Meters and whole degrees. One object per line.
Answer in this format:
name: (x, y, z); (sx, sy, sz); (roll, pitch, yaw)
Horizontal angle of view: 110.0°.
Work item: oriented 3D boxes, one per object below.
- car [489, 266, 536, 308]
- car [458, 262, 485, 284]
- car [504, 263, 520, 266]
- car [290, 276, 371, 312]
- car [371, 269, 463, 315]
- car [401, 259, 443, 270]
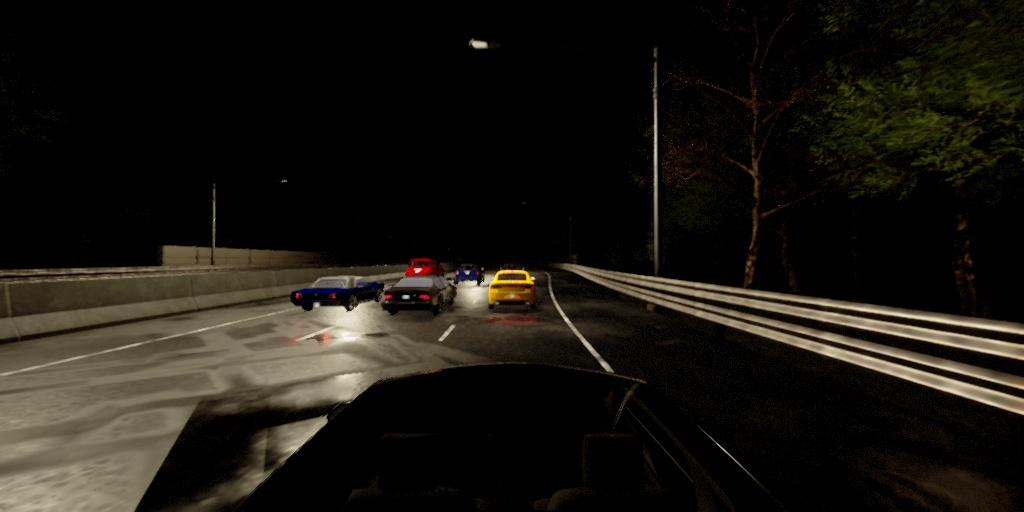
car: (0.026, 1.378, 16.069); (1.882, 1.535, 5.008); (0, 0, 1)
car: (-3.485, 1.406, 30.253); (2.097, 1.767, 4.553); (0, -1, 1)
car: (0.015, 1.406, 30.255); (2.097, 1.767, 4.553); (0, -1, 1)
car: (-6.985, 1.491, 15.084); (1.895, 1.301, 4.718); (0, -1, 0)
car: (-3.493, 1.430, 14.358); (2.033, 1.411, 5.357); (0, -1, 0)
car: (-6.998, 1.271, 29.421); (2.150, 2.045, 5.566); (0, 0, 0)
